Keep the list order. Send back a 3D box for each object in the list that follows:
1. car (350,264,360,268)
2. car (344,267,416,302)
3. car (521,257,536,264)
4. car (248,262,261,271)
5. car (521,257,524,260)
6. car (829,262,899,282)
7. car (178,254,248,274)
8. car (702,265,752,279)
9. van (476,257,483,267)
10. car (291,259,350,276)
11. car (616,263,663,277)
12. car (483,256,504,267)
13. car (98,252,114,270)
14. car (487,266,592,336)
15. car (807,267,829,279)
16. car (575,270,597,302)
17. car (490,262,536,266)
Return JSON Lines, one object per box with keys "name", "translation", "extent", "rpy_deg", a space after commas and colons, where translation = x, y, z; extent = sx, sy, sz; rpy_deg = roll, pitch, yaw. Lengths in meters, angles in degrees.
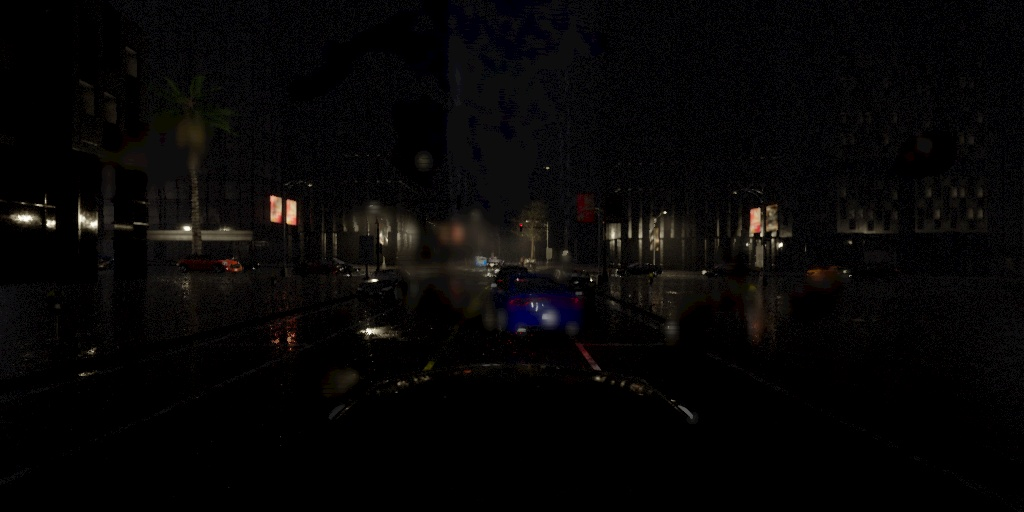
{"name": "car", "translation": [-17.965, 0.991, 35.600], "extent": [5.357, 1.411, 2.033], "rpy_deg": [1, 0, 0]}
{"name": "car", "translation": [-5.753, 1.295, 16.819], "extent": [2.007, 1.370, 4.403], "rpy_deg": [0, 0, 0]}
{"name": "car", "translation": [2.987, 1.290, 58.993], "extent": [2.007, 1.370, 4.403], "rpy_deg": [0, 0, 1]}
{"name": "car", "translation": [-27.864, 0.870, 35.640], "extent": [4.718, 1.301, 1.895], "rpy_deg": [1, 0, 0]}
{"name": "car", "translation": [3.042, 1.265, 64.676], "extent": [1.751, 1.417, 4.829], "rpy_deg": [0, 0, 1]}
{"name": "car", "translation": [38.343, 1.708, 38.823], "extent": [5.566, 2.045, 2.150], "rpy_deg": [1, 0, 0]}
{"name": "car", "translation": [-27.149, 0.629, 32.386], "extent": [4.553, 1.767, 2.097], "rpy_deg": [1, 0, 0]}
{"name": "car", "translation": [23.259, 1.690, 38.892], "extent": [4.902, 1.511, 2.128], "rpy_deg": [1, 0, 0]}
{"name": "van", "translation": [-5.484, 1.080, 64.586], "extent": [1.690, 1.789, 3.998], "rpy_deg": [0, 0, 1]}
{"name": "car", "translation": [-17.444, 1.012, 32.348], "extent": [4.181, 1.385, 1.994], "rpy_deg": [1, 0, 0]}
{"name": "car", "translation": [13.768, 1.513, 38.914], "extent": [4.902, 1.511, 2.128], "rpy_deg": [1, 0, -1]}
{"name": "car", "translation": [-2.875, 1.231, 56.182], "extent": [2.128, 1.511, 4.902], "rpy_deg": [0, 0, 2]}
{"name": "car", "translation": [-39.430, 0.593, 32.446], "extent": [4.674, 1.442, 1.812], "rpy_deg": [1, 0, 0]}
{"name": "car", "translation": [0.474, 1.224, 10.474], "extent": [1.882, 1.535, 5.008], "rpy_deg": [0, 0, -8]}
{"name": "car", "translation": [37.572, 1.954, 42.071], "extent": [5.008, 1.535, 1.882], "rpy_deg": [1, 0, 0]}
{"name": "car", "translation": [2.772, 1.295, 16.810], "extent": [2.007, 1.370, 4.403], "rpy_deg": [0, 0, 0]}
{"name": "car", "translation": [0.077, 1.249, 18.019], "extent": [1.837, 1.490, 4.892], "rpy_deg": [0, 0, 0]}
